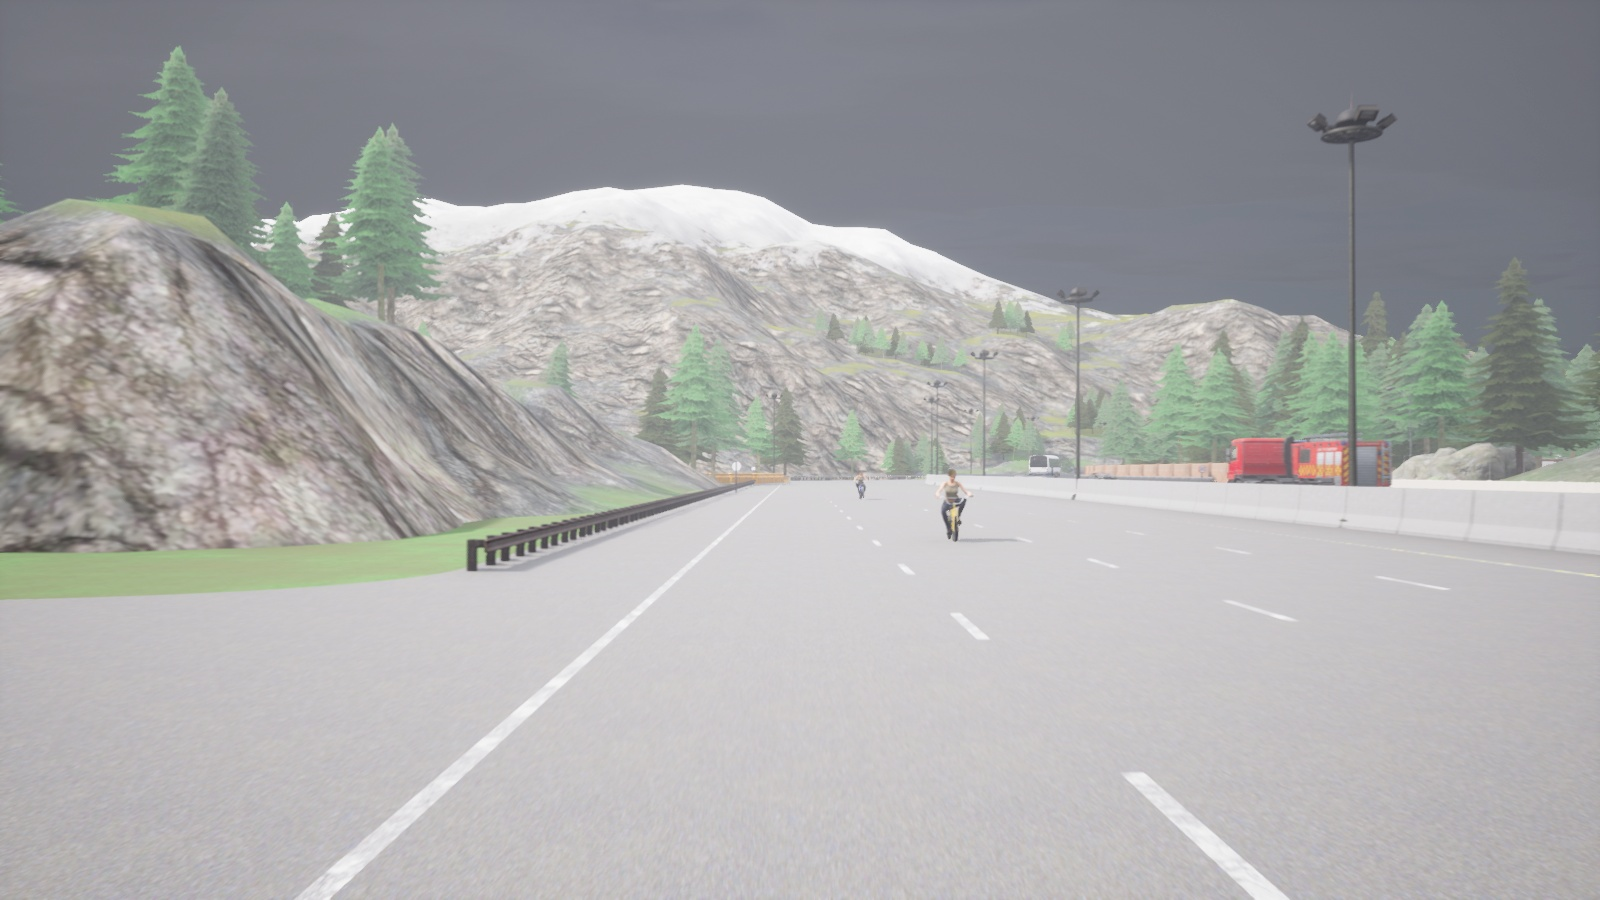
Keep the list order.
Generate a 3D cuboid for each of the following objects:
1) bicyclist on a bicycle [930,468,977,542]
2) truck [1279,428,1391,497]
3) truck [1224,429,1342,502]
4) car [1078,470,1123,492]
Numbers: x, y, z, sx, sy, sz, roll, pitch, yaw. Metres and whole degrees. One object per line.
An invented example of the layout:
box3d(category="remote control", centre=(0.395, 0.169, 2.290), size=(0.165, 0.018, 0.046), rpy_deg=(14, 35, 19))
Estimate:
box3d(category="bicyclist on a bicycle", centre=(3.426, 1.207, 28.172), size=(0.866, 1.612, 1.509), rpy_deg=(0, -1, 0))
box3d(category="truck", centre=(31.316, 0.758, 73.926), size=(2.891, 3.827, 8.468), rpy_deg=(0, -1, 0))
box3d(category="truck", centre=(24.341, 0.799, 63.777), size=(2.891, 3.462, 7.936), rpy_deg=(0, -1, 0))
box3d(category="car", centre=(20.789, 2.129, 86.965), size=(2.007, 1.525, 4.514), rpy_deg=(0, -1, 0))
